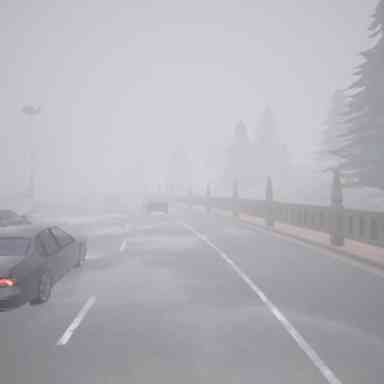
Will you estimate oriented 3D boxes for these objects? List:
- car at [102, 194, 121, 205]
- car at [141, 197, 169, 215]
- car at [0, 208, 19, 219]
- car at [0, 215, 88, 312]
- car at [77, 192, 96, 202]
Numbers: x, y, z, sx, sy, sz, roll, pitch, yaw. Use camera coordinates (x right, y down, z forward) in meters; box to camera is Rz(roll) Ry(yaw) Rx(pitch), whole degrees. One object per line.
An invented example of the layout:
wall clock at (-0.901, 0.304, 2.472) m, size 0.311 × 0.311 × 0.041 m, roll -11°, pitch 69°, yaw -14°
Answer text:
car at (-11.688, 1.074, 48.029) m, size 1.837 × 1.490 × 4.892 m, roll 0°, pitch 1°, yaw -28°
car at (-3.459, 1.191, 30.569) m, size 1.882 × 1.535 × 5.008 m, roll 0°, pitch 1°, yaw -17°
car at (-8.137, 1.395, 13.593) m, size 1.837 × 1.490 × 4.892 m, roll 0°, pitch 1°, yaw -8°
car at (-3.887, 1.482, 7.777) m, size 2.033 × 1.411 × 5.357 m, roll 0°, pitch 1°, yaw -5°
car at (-19.433, 0.816, 61.151) m, size 2.097 × 1.767 × 4.553 m, roll -1°, pitch 1°, yaw -37°
